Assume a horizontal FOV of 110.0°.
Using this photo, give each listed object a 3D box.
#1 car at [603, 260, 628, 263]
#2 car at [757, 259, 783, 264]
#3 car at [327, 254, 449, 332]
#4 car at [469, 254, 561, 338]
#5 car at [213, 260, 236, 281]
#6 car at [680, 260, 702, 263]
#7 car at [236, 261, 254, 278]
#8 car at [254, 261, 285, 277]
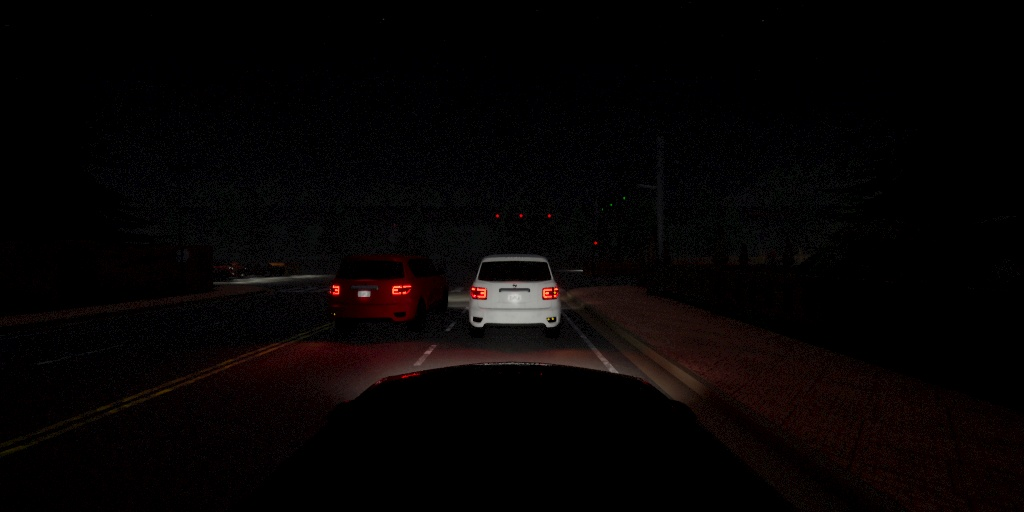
[{"bbox_3d":[13.595,1.255,49.047,4.892,1.490,1.837,0,0,0],"label":"car"},{"bbox_3d":[35.776,1.170,48.935,4.892,1.490,1.837,-1,0,0],"label":"car"},{"bbox_3d":[-3.418,0.971,10.994,2.150,2.045,5.566,0,0,0],"label":"car"},{"bbox_3d":[0.081,0.971,10.312,2.150,2.045,5.566,0,0,1],"label":"car"},{"bbox_3d":[-25.068,1.228,28.115,5.008,1.535,1.882,0,0,0],"label":"car"},{"bbox_3d":[24.203,1.297,48.980,5.357,1.411,2.033,0,0,0],"label":"car"},{"bbox_3d":[-26.003,1.102,31.624,4.553,1.767,2.097,0,0,0],"label":"car"},{"bbox_3d":[-24.948,1.228,35.114,5.008,1.535,1.882,0,0,0],"label":"car"}]
